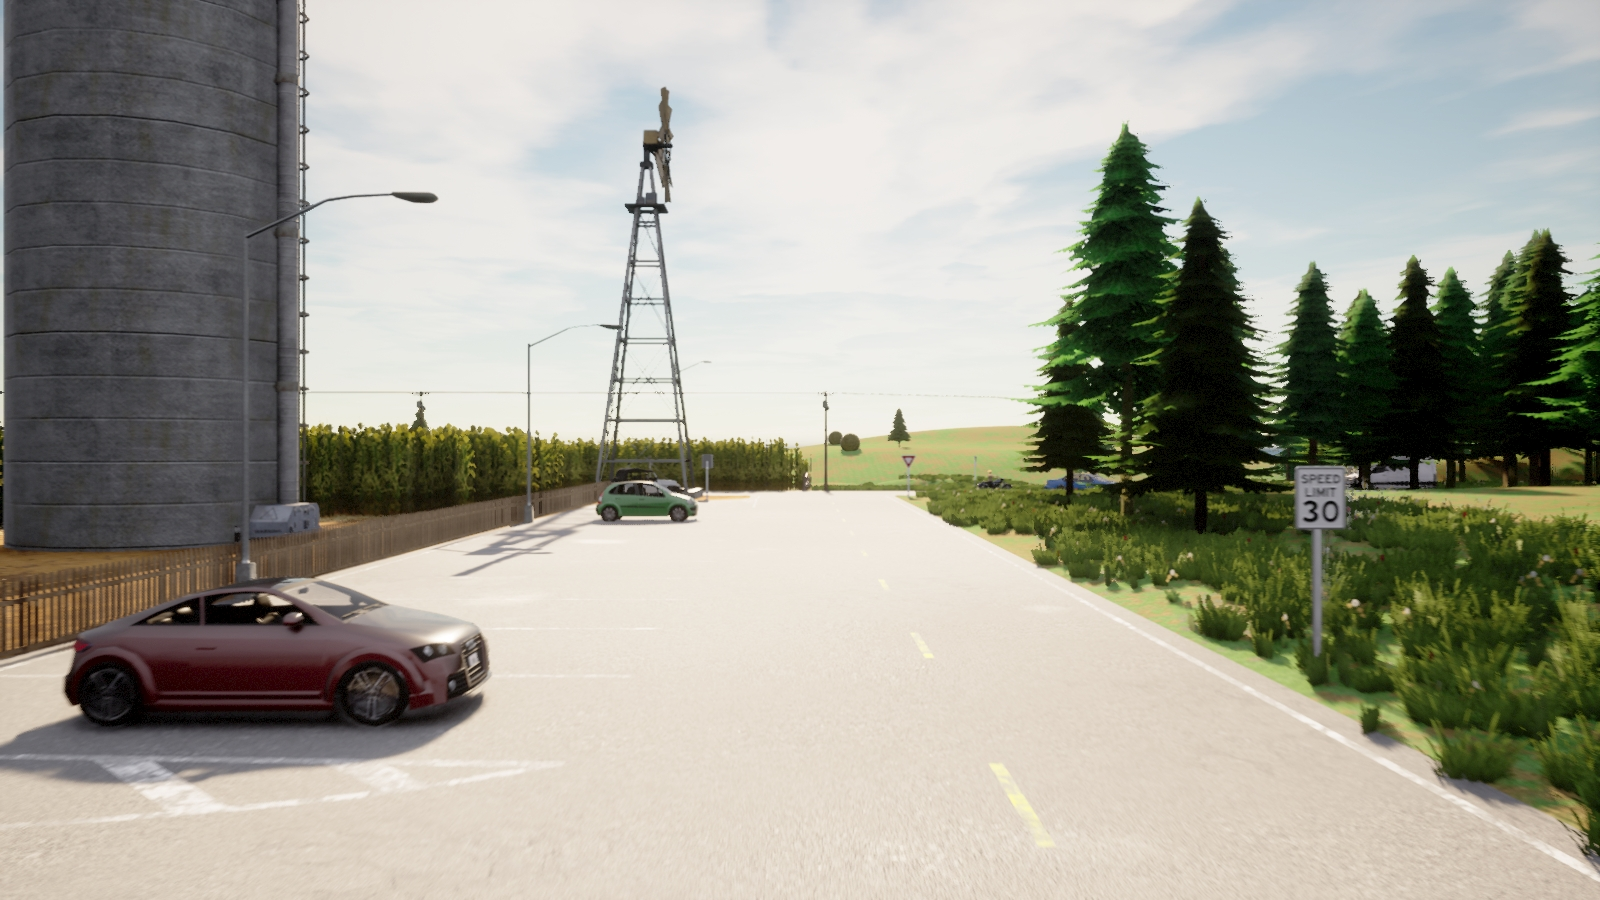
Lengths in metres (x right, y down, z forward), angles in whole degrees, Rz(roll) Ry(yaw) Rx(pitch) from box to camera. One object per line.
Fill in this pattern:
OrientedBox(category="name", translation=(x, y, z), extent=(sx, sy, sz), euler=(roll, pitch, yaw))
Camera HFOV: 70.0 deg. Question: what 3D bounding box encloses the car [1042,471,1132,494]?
OrientedBox(category="car", translation=(18.840, 2.106, 75.123), extent=(5.357, 1.411, 2.033), euler=(0, 0, 38))
